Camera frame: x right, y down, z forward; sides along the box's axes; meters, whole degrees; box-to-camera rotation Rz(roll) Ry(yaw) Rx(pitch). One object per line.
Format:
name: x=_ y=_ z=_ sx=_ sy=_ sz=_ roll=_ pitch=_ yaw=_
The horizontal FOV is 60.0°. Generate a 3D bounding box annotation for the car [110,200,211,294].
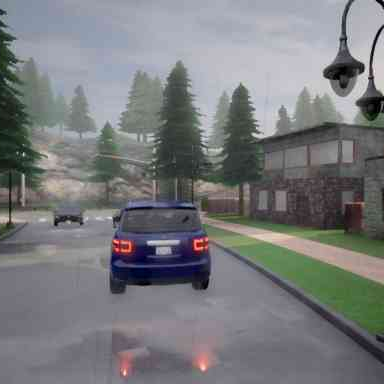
car: x=-0.977 y=1.221 z=9.049 sx=2.150 sy=2.045 sz=5.566 roll=0 pitch=0 yaw=-9

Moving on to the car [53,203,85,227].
car: x=-8.537 y=1.458 z=23.133 sx=2.033 sy=1.411 sz=5.357 roll=0 pitch=0 yaw=-19

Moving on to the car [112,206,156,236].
car: x=-3.535 y=1.601 z=19.482 sx=1.895 sy=1.301 sz=4.718 roll=0 pitch=0 yaw=-18
